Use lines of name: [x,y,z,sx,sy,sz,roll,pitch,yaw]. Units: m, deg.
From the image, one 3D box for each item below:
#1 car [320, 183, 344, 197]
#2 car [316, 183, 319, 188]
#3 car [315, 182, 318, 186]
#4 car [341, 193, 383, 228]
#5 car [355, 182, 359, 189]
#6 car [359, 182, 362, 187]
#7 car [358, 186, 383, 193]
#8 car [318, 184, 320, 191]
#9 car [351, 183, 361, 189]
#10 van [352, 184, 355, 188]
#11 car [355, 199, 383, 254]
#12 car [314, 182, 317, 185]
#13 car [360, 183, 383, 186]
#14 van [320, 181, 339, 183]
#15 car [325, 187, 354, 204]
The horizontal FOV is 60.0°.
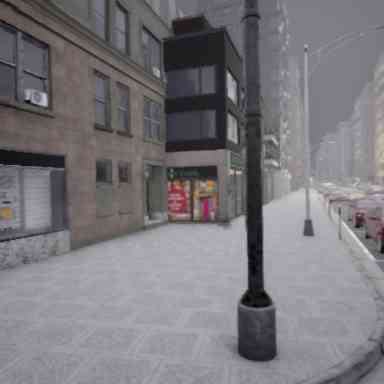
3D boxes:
car: [18.192,-0.056,43.392,1.967,1.590,4.097,0,2,19]
car: [23.798,-0.487,59.456,2.008,1.369,4.403,0,2,19]
car: [27.534,-0.834,70.164,1.947,1.339,4.313,0,2,19]
car: [8.854,0.956,16.628,1.887,1.381,4.507,0,2,19]
car: [37.505,-1.168,72.861,1.752,1.417,4.829,0,2,19]
car: [35.581,-0.924,67.349,1.802,1.307,4.206,0,2,19]
car: [16.237,0.464,29.241,2.033,1.411,5.357,-1,2,20]
car: [21.930,-0.275,54.103,1.802,1.307,4.206,0,2,19]
car: [41.241,-1.531,83.569,1.752,1.417,4.829,0,2,19]
van: [39.314,-1.528,78.049,1.690,1.788,3.998,0,2,19]
car: [6.986,1.139,11.275,1.887,1.381,4.507,0,2,19]
car: [29.401,-1.037,75.516,1.887,1.381,4.507,0,2,19]
car: [25.589,-0.203,46.833,2.033,1.411,5.357,-1,2,19]
van: [20.059,-0.336,48.743,1.690,1.788,3.998,0,2,19]
car: [14.459,0.448,32.690,1.802,1.307,4.206,0,2,19]
